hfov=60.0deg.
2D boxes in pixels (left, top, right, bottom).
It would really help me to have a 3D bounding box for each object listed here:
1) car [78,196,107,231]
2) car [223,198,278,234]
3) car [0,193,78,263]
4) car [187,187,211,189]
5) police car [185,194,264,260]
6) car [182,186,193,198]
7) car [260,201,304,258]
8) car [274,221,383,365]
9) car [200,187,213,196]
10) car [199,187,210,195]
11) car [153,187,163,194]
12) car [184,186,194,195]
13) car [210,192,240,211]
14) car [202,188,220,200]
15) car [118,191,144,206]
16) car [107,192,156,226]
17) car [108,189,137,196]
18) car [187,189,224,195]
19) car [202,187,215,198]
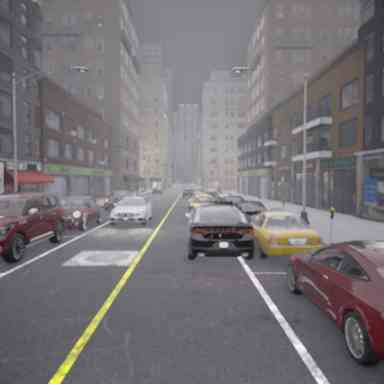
[{"bbox_3d":[-5.821,0.949,16.385,1.967,1.590,4.097,-1,2,0],"label":"car"},{"bbox_3d":[2.715,1.069,16.463,1.947,1.339,4.313,-1,2,0],"label":"car"},{"bbox_3d":[-5.774,0.991,10.798,2.192,1.841,5.009,-1,2,0],"label":"car"},{"bbox_3d":[0.661,0.636,27.269,1.801,1.575,5.366,0,2,0],"label":"car"},{"bbox_3d":[0.802,1.087,11.195,1.930,1.638,5.238,0,2,0],"label":"police car"},{"bbox_3d":[-0.408,0.066,47.782,1.837,1.490,4.892,0,2,0],"label":"car"},{"bbox_3d":[2.760,1.191,11.049,1.752,1.417,4.829,-1,2,0],"label":"car"},{"bbox_3d":[2.810,1.419,5.297,1.802,1.307,4.206,-1,2,0],"label":"car"},{"bbox_3d":[2.383,-0.111,55.545,1.947,1.339,4.313,-1,2,0],"label":"car"},{"bbox_3d":[2.336,-0.265,61.128,1.802,1.307,4.206,-1,2,0],"label":"car"},{"bbox_3d":[-6.210,-0.297,61.052,1.887,1.381,4.507,-1,2,0],"label":"car"},{"bbox_3d":[-0.539,-0.386,61.703,1.882,1.535,5.008,0,2,0],"label":"car"},{"bbox_3d":[2.620,0.720,27.629,2.008,1.369,4.403,-1,2,0],"label":"car"},{"bbox_3d":[2.478,0.215,44.378,2.008,1.369,4.403,-1,2,0],"label":"car"},{"bbox_3d":[-5.966,0.589,33.138,1.802,1.307,4.206,-1,2,0],"label":"car"},{"bbox_3d":[-3.262,0.969,18.574,1.812,1.442,4.674,0,2,0],"label":"car"},{"bbox_3d":[-5.918,0.615,27.551,1.967,1.590,4.097,-1,2,0],"label":"car"},{"bbox_3d":[0.714,0.816,21.271,1.801,1.575,5.366,0,2,0],"label":"car"},{"bbox_3d":[2.429,0.014,50.130,1.752,1.417,4.829,-1,2,0],"label":"car"}]
